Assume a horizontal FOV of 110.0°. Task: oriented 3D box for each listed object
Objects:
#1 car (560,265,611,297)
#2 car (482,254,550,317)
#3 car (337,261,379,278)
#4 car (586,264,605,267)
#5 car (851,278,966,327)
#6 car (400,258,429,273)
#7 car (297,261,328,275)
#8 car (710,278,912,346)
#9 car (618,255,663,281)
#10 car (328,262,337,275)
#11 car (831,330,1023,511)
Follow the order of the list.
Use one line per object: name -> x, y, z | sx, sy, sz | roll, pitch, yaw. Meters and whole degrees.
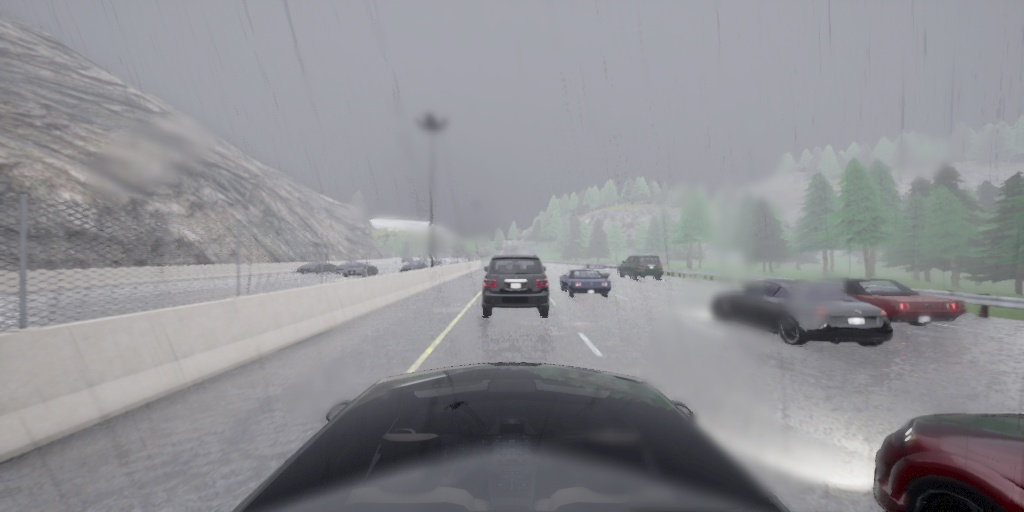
car -> 3.626, 1.338, 18.625 | 1.895, 1.301, 4.718 | 0, 0, 0
car -> 0.117, 0.962, 13.261 | 2.150, 2.045, 5.566 | 0, 0, 0
car -> -14.037, 1.280, 33.429 | 1.994, 1.385, 4.181 | 0, 0, 0
car -> 7.152, 1.328, 31.560 | 1.895, 1.301, 4.718 | 0, 0, 0
car -> 10.614, 1.347, 11.424 | 1.895, 1.301, 4.718 | 0, 0, 0
car -> -10.528, 1.260, 38.936 | 2.033, 1.411, 5.357 | 0, 0, 0
car -> -21.027, 1.255, 39.057 | 2.033, 1.411, 5.357 | 0, 0, 0
car -> 7.110, 1.311, 9.410 | 1.994, 1.385, 4.181 | 0, 0, 0
car -> 10.647, 0.952, 30.020 | 2.150, 2.045, 5.566 | 0, 0, 0
car -> -17.529, 1.257, 39.312 | 2.033, 1.411, 5.357 | 0, 0, 0
car -> 3.595, 1.316, 0.810 | 1.994, 1.385, 4.181 | 0, 0, 0
